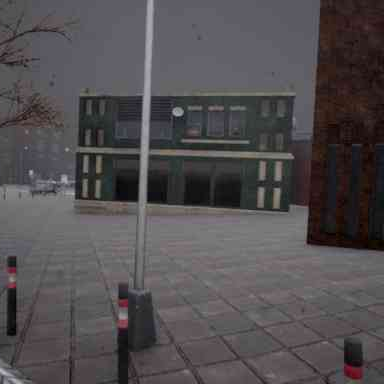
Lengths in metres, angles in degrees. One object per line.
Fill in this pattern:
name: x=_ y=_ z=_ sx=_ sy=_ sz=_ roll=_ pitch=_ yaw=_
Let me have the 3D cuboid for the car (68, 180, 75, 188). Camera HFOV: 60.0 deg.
car: x=-26.673 y=-1.522 z=67.979 sx=4.674 sy=1.452 sz=2.002 roll=3 pitch=3 yaw=20

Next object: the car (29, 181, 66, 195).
car: x=-20.575 y=-0.416 z=46.869 sx=2.128 sy=1.511 sz=4.902 roll=3 pitch=2 yaw=16

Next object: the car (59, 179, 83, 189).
car: x=-25.687 y=-1.757 z=70.549 sx=4.553 sy=1.767 sz=2.185 roll=3 pitch=3 yaw=20

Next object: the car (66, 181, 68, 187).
car: x=-27.630 y=-1.491 z=65.394 sx=5.008 sy=1.535 sz=2.097 roll=3 pitch=3 yaw=20

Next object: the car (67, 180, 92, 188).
car: x=-24.774 y=-1.707 z=73.158 sx=4.892 sy=1.521 sz=2.231 roll=3 pitch=3 yaw=20
